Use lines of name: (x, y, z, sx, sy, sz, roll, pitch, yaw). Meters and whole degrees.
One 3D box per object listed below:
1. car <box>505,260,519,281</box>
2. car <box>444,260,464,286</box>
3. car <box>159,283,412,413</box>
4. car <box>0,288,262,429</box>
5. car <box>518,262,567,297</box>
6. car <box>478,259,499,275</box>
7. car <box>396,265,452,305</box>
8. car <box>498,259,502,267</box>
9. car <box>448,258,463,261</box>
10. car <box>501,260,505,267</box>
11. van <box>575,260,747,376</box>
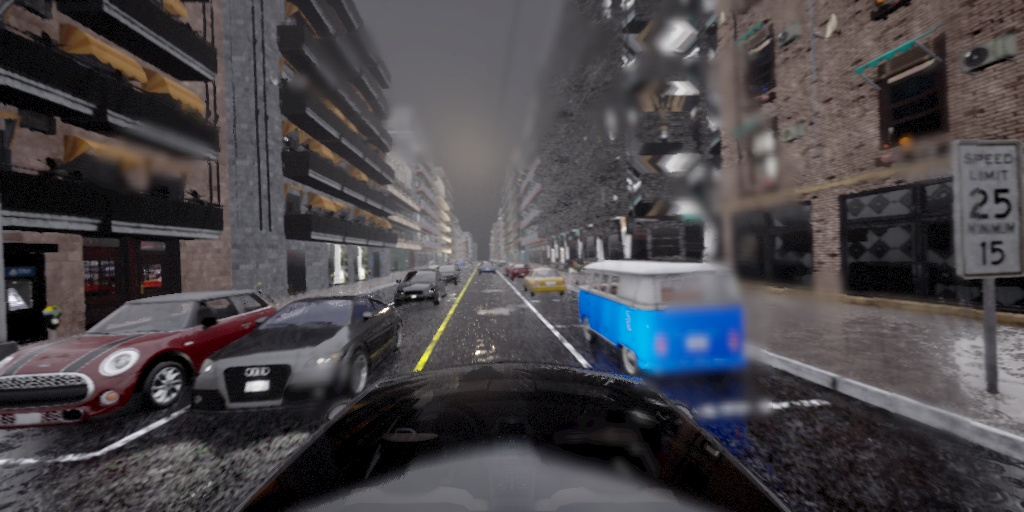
car: (0.696, 1.232, 29.446, 1.888, 1.381, 4.507, 0, 0, -5)
car: (-4.947, 1.374, 27.201, 1.882, 1.535, 5.008, -2, 0, -4)
car: (-3.316, 1.427, 6.427, 1.994, 1.385, 4.181, -2, 0, -5)
car: (-5.870, 1.398, 6.230, 1.967, 1.591, 4.097, 0, 0, -5)
car: (1.574, 1.188, 18.329, 1.751, 1.417, 4.829, 0, 0, -5)
car: (-2.860, 1.379, 41.326, 1.994, 1.385, 4.181, -2, 0, -5)
car: (-4.134, 1.381, 16.774, 1.837, 1.490, 4.892, -2, 0, -5)
car: (-1.534, 1.314, 57.670, 2.007, 1.370, 4.403, 0, 0, -5)
car: (-10.330, 1.404, 62.675, 2.192, 1.841, 5.009, 0, 0, -5)
car: (0.250, 1.247, 35.090, 1.888, 1.381, 4.507, 0, 0, -5)
van: (2.480, 0.989, 6.872, 1.690, 1.789, 3.998, 0, 0, -5)
